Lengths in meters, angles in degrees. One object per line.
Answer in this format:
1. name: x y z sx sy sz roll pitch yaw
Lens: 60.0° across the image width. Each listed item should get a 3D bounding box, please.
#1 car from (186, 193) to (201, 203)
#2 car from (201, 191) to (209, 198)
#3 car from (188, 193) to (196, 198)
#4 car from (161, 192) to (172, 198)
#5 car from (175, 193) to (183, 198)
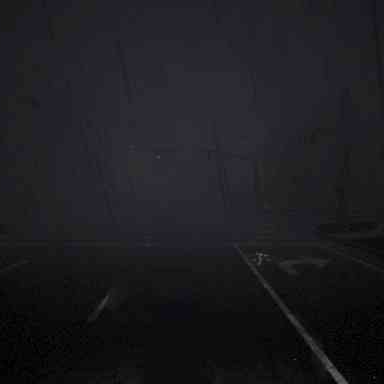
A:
1. car: 0.000 0.963 59.363 2.097 1.767 4.553 0 0 0
2. car: 3.490 0.892 89.189 1.882 1.535 5.008 0 0 0
3. car: -0.010 1.006 89.635 1.895 1.301 4.718 0 0 0
4. car: -7.010 0.767 89.538 2.097 1.767 4.553 0 0 0
5. car: -3.510 0.892 89.186 1.882 1.535 5.008 0 0 0
